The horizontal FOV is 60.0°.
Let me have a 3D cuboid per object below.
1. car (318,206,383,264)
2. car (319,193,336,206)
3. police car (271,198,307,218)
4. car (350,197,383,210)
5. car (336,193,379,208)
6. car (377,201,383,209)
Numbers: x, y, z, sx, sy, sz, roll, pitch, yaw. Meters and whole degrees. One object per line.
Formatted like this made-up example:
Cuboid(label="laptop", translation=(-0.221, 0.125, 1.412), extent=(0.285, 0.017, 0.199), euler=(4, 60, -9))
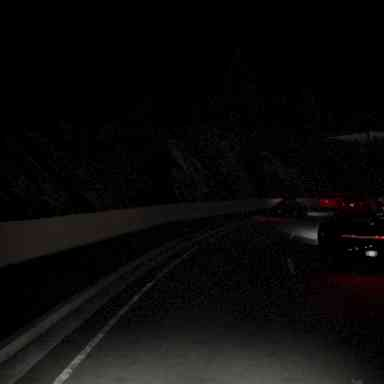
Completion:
Cuboid(label="car", translation=(5.564, 1.474, 11.525), extent=(2.128, 1.511, 4.902), euler=(0, 0, 14))
Cuboid(label="car", translation=(16.869, 1.162, 38.450), extent=(5.566, 2.045, 2.150), euler=(0, 0, -41))
Cuboid(label="police car", translation=(8.699, 1.365, 29.423), extent=(1.930, 1.638, 5.238), euler=(0, 0, 35))
Cuboid(label="car", translation=(22.706, 1.448, 42.889), extent=(4.892, 1.490, 1.837), euler=(0, 0, -33))
Cuboid(label="car", translation=(14.973, 1.179, 29.613), extent=(2.150, 2.045, 5.566), euler=(0, 0, 40))
Cuboid(label="car", translation=(14.976, 1.522, 23.976), extent=(2.033, 1.411, 5.357), euler=(0, 0, 35))
